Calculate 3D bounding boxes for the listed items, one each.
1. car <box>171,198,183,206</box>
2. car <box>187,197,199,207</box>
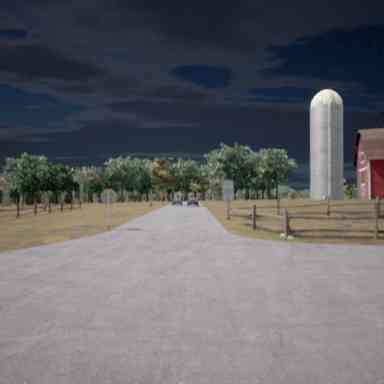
[{"bbox_3d":[-2.584,1.682,59.087,2.033,1.411,5.357,0,-1,0],"label":"car"},{"bbox_3d":[0.153,1.600,54.470,1.837,1.490,4.892,0,0,0],"label":"car"}]
